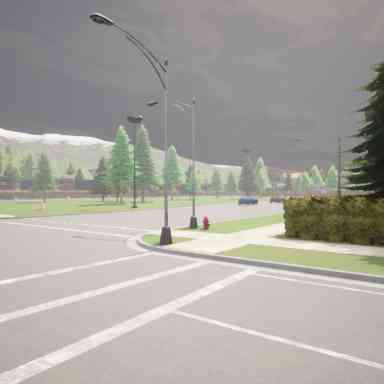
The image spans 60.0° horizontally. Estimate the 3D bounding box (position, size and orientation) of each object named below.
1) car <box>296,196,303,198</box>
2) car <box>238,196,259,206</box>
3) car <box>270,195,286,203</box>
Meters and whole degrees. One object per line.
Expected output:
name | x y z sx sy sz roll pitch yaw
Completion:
car | 18.738 1.478 57.146 1.882 1.535 5.008 0 0 36
car | 9.698 1.478 56.587 1.882 1.535 5.008 0 0 36
car | 17.518 1.353 67.408 2.097 1.767 4.553 0 0 36
